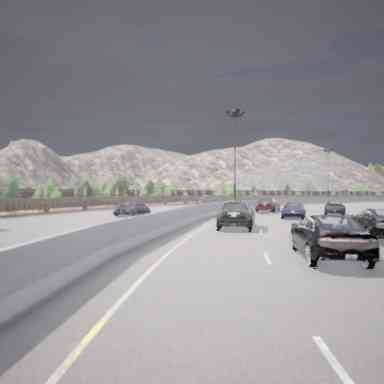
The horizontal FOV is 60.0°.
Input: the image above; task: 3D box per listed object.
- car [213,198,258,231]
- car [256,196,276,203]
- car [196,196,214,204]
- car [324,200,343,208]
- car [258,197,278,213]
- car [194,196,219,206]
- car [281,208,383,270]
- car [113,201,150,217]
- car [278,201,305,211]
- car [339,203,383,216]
[{"bbox_3d":[2.850,1.358,20.948,2.097,1.767,4.553,0,0,13],"label":"car"},{"bbox_3d":[15.145,1.413,67.535,1.895,1.301,4.718,0,0,42],"label":"car"},{"bbox_3d":[2.593,1.505,41.777,1.837,1.490,4.892,0,-1,25],"label":"car"},{"bbox_3d":[14.288,1.545,33.268,2.128,1.511,4.902,0,0,23],"label":"car"},{"bbox_3d":[8.711,1.379,37.905,2.097,1.767,4.553,0,0,24],"label":"car"},{"bbox_3d":[2.524,1.484,56.260,2.128,1.511,4.902,0,0,32],"label":"car"},{"bbox_3d":[4.540,1.508,11.223,2.128,1.511,4.902,0,0,7],"label":"car"},{"bbox_3d":[-5.524,1.530,30.629,1.994,1.385,4.181,0,0,18],"label":"car"},{"bbox_3d":[8.994,1.595,29.342,1.994,1.385,4.181,0,0,19],"label":"car"},{"bbox_3d":[8.871,1.526,15.880,2.128,1.511,4.902,0,0,11],"label":"car"}]
